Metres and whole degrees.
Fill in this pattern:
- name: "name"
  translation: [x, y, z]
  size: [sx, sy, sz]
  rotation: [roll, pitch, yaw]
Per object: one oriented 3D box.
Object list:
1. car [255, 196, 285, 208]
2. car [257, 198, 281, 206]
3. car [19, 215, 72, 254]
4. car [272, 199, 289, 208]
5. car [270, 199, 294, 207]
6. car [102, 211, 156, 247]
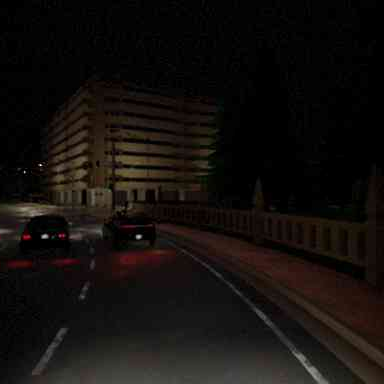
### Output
- name: "car"
  translation: [14.202, 1.853, 60.575]
  size: [5.566, 2.045, 2.150]
  rotation: [0, -1, -33]
- name: "car"
  translation: [16.325, 2.094, 70.307]
  size: [5.008, 1.535, 1.882]
  rotation: [0, -1, -33]
- name: "car"
  translation: [-6.244, 1.688, 14.381]
  size: [2.033, 1.411, 5.357]
  rotation: [0, -1, -21]
- name: "car"
  translation: [16.086, 2.057, 57.623]
  size: [5.008, 1.535, 1.882]
  rotation: [0, -1, -33]
- name: "car"
  translation: [18.234, 2.112, 67.373]
  size: [4.902, 1.511, 2.128]
  rotation: [0, -1, -33]
- name: "car"
  translation: [-3.109, 1.643, 15.911]
  size: [2.128, 1.511, 4.902]
  rotation: [0, 0, -22]
